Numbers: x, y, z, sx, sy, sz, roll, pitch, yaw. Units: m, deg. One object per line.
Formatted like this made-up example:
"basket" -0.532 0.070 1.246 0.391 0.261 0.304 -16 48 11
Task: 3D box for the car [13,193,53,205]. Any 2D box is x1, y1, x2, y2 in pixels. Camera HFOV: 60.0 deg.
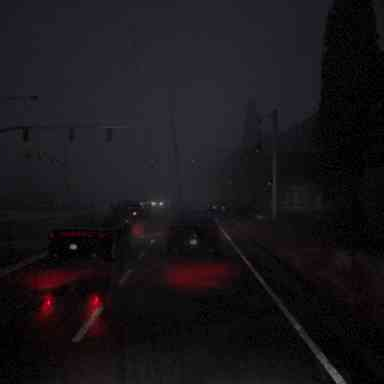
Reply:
"car" -24.950 1.036 52.333 4.605 1.855 1.932 0 0 0

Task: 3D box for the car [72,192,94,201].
"car" -24.910 0.989 74.851 3.866 1.878 1.905 0 0 0

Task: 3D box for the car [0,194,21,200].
"car" -42.363 1.189 77.745 3.905 1.438 1.784 0 0 0

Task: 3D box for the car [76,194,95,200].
"car" -24.896 1.221 77.747 3.806 1.475 1.970 0 0 0

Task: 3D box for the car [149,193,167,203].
"car" -6.785 1.448 67.028 1.895 1.301 4.718 0 0 2

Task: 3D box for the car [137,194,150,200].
"car" -10.285 1.350 67.129 1.837 1.490 4.892 0 1 2

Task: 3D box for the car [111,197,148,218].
"car" -5.715 1.443 28.585 1.837 1.490 4.892 2 0 -28

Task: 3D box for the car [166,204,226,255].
"car" 0.066 1.448 13.157 1.882 1.535 5.008 0 0 0

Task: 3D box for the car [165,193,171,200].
"car" -6.368 1.134 82.616 2.097 1.767 4.553 0 0 2

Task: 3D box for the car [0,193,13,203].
"car" -42.430 0.985 74.848 4.605 1.855 1.932 0 0 0

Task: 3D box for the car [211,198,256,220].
"car" 3.305 1.290 27.405 4.553 1.767 2.097 0 1 -45

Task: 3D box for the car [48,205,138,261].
"car" -3.438 1.450 12.153 1.882 1.535 5.008 0 0 0

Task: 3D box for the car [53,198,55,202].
"car" -24.893 1.032 55.227 3.866 1.878 1.905 0 0 0
